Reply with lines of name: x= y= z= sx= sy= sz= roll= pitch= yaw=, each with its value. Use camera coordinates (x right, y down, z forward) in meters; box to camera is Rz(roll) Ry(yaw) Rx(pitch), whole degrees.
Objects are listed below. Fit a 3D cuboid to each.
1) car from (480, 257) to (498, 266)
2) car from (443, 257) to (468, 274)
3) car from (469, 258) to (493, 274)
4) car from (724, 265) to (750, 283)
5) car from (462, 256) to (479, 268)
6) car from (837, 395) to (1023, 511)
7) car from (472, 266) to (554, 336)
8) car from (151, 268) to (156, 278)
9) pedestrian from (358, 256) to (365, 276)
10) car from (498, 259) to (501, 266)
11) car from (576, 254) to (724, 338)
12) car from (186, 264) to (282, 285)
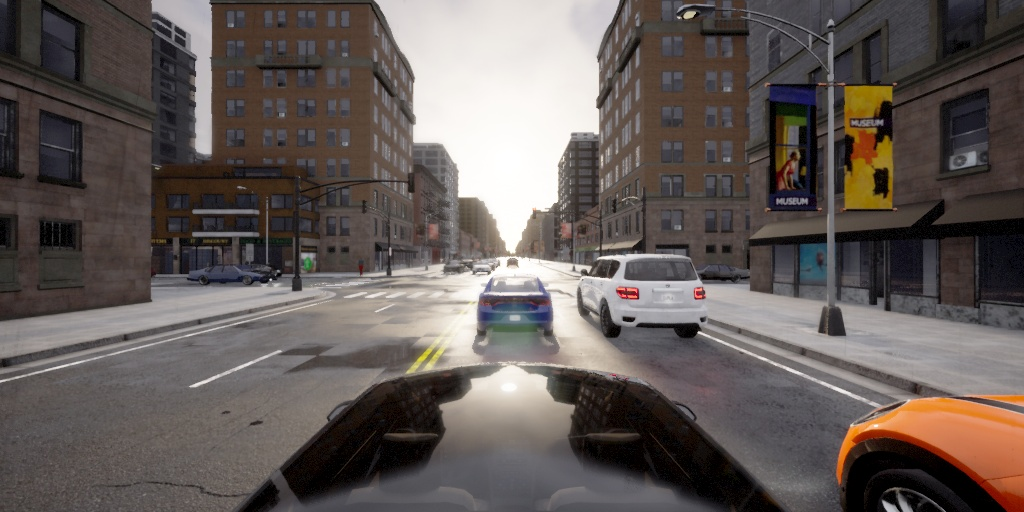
car: x=-3.335 y=1.273 z=49.259 sx=1.812 sy=1.442 sz=4.674 roll=0 pitch=0 yaw=0
car: x=-6.587 y=1.226 z=40.835 sx=1.882 sy=1.535 sz=5.008 roll=0 pitch=0 yaw=0
car: x=-3.289 y=1.275 z=38.957 sx=1.812 sy=1.442 sz=4.674 roll=0 pitch=0 yaw=-2
car: x=15.848 y=1.338 z=28.364 sx=5.357 sy=1.411 sz=2.033 roll=0 pitch=0 yaw=0
car: x=-6.582 y=0.968 z=53.093 sx=2.150 sy=2.045 sz=5.566 roll=0 pitch=0 yaw=0
car: x=3.344 y=1.102 z=0.618 sx=2.097 sy=1.767 sz=4.553 roll=0 pitch=0 yaw=0
car: x=0.083 y=1.228 z=10.467 sx=1.882 sy=1.535 sz=5.008 roll=0 pitch=0 yaw=0
car: x=-33.140 y=1.343 z=30.816 sx=4.207 sy=1.307 sz=1.802 roll=0 pitch=0 yaw=0
pedestrian: x=-14.134 y=0.919 z=33.590 sx=0.375 sy=1.860 sz=0.375 roll=0 pitch=0 yaw=0
car: x=-3.315 y=1.269 z=60.384 sx=1.812 sy=1.442 sz=4.674 roll=0 pitch=0 yaw=1
car: x=3.334 y=0.972 z=10.328 sx=2.150 sy=2.045 sz=5.566 roll=0 pitch=0 yaw=0
car: x=-19.642 y=1.291 z=25.257 sx=5.357 sy=1.411 sz=2.033 roll=0 pitch=0 yaw=0
